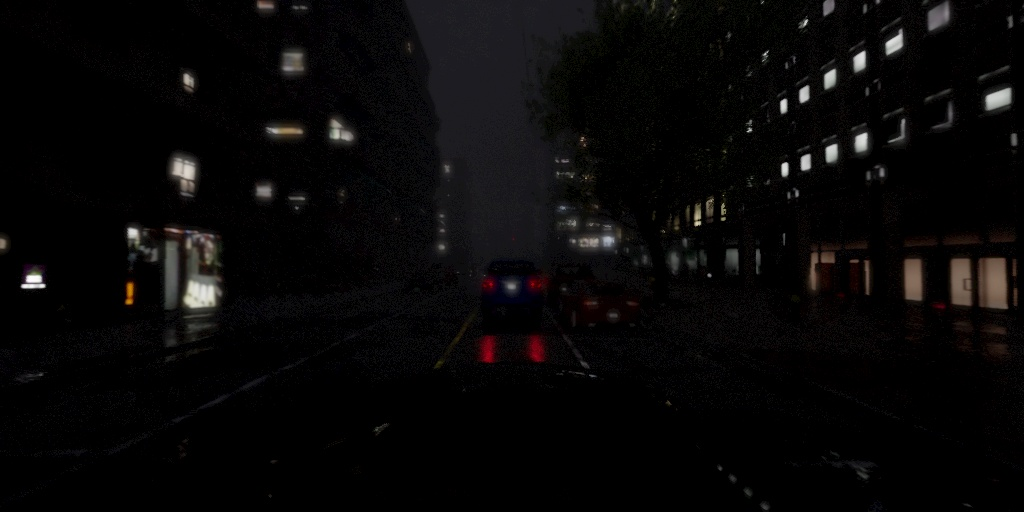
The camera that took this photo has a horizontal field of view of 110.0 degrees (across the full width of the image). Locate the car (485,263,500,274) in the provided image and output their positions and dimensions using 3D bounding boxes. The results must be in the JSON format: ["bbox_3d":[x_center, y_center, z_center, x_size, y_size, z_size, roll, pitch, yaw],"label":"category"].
[{"bbox_3d":[-2.768,1.817,52.099,1.837,1.490,4.892,0,-1,0],"label":"car"}]

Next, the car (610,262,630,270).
[{"bbox_3d":[18.688,1.754,60.261,4.097,1.591,1.967,0,0,1],"label":"car"}]

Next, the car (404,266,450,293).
[{"bbox_3d":[-5.452,1.544,22.676,1.948,1.339,4.313,0,0,0],"label":"car"}]

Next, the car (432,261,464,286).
[{"bbox_3d":[-5.452,1.355,28.323,2.192,1.841,5.009,0,0,0],"label":"car"}]

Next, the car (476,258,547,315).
[{"bbox_3d":[0.012,1.113,14.432,2.150,2.045,5.566,0,0,0],"label":"car"}]

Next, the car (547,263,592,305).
[{"bbox_3d":[2.601,1.230,16.953,2.192,1.841,5.009,0,0,0],"label":"car"}]

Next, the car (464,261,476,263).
[{"bbox_3d":[-5.452,1.546,45.261,2.192,1.841,5.009,0,0,0],"label":"car"}]

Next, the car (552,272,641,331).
[{"bbox_3d":[2.567,1.399,11.301,1.888,1.381,4.507,0,0,0],"label":"car"}]

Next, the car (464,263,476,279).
[{"bbox_3d":[-5.452,1.733,39.615,1.948,1.339,4.313,0,0,0],"label":"car"}]
